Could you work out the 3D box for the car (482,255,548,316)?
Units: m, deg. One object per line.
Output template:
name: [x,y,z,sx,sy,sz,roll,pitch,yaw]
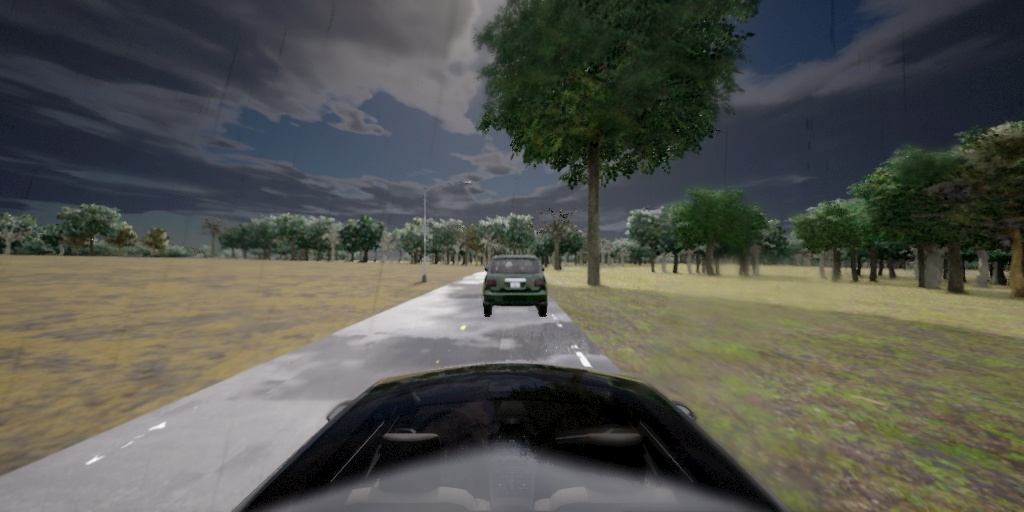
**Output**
car: [0.102,0.992,13.671,2.150,2.045,5.566,0,0,0]
